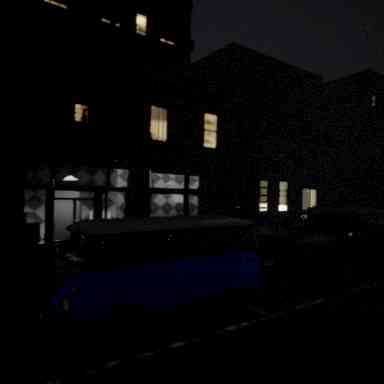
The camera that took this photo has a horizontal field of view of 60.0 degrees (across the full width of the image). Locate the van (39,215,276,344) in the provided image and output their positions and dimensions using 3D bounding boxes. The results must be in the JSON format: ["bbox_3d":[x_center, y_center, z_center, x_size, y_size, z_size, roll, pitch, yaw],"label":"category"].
[{"bbox_3d":[-0.516,1.367,6.171,3.998,1.788,1.690,1,1,-35],"label":"van"}]

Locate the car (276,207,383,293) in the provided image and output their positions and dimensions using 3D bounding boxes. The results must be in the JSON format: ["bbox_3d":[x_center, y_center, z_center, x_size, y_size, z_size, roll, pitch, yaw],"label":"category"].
[{"bbox_3d":[3.885,1.386,9.312,5.009,1.841,2.192,1,1,-35],"label":"car"}]
